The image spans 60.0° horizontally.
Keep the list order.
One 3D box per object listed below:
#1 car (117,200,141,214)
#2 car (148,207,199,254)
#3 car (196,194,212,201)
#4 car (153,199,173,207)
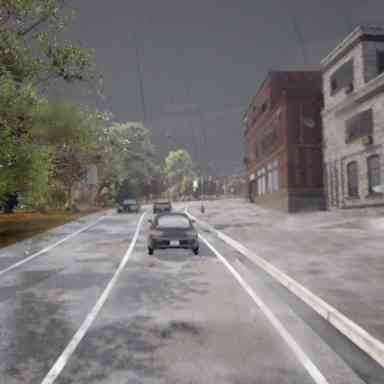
[{"bbox_3d":[-6.335,1.490,33.902,1.994,1.385,4.181,0,0,-3],"label":"car"},{"bbox_3d":[-0.800,1.540,13.412,1.812,1.442,4.674,0,0,-6],"label":"car"},{"bbox_3d":[2.730,1.232,73.534,2.033,1.411,5.357,-3,-1,28],"label":"car"},{"bbox_3d":[-2.999,1.425,34.600,2.128,1.511,4.902,0,0,-4],"label":"car"}]
